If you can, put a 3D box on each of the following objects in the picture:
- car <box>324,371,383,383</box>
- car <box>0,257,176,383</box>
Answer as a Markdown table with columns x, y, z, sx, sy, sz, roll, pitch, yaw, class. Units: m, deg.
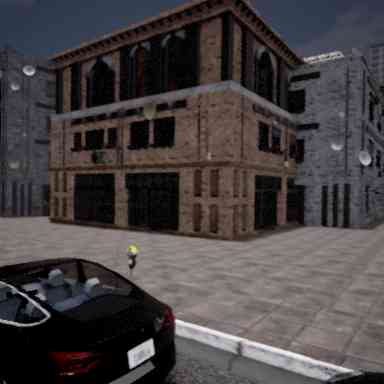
| x | y | z | sx | sy | sz | roll | pitch | yaw | class |
| --- | --- | --- | --- | --- | --- | --- | --- | --- | --- |
| 2.371 | 1.568 | 1.126 | 4.313 | 1.339 | 1.947 | 0 | 1 | 36 | car |
| -2.171 | 1.561 | 4.367 | 4.313 | 1.339 | 1.947 | 0 | 1 | 36 | car |
